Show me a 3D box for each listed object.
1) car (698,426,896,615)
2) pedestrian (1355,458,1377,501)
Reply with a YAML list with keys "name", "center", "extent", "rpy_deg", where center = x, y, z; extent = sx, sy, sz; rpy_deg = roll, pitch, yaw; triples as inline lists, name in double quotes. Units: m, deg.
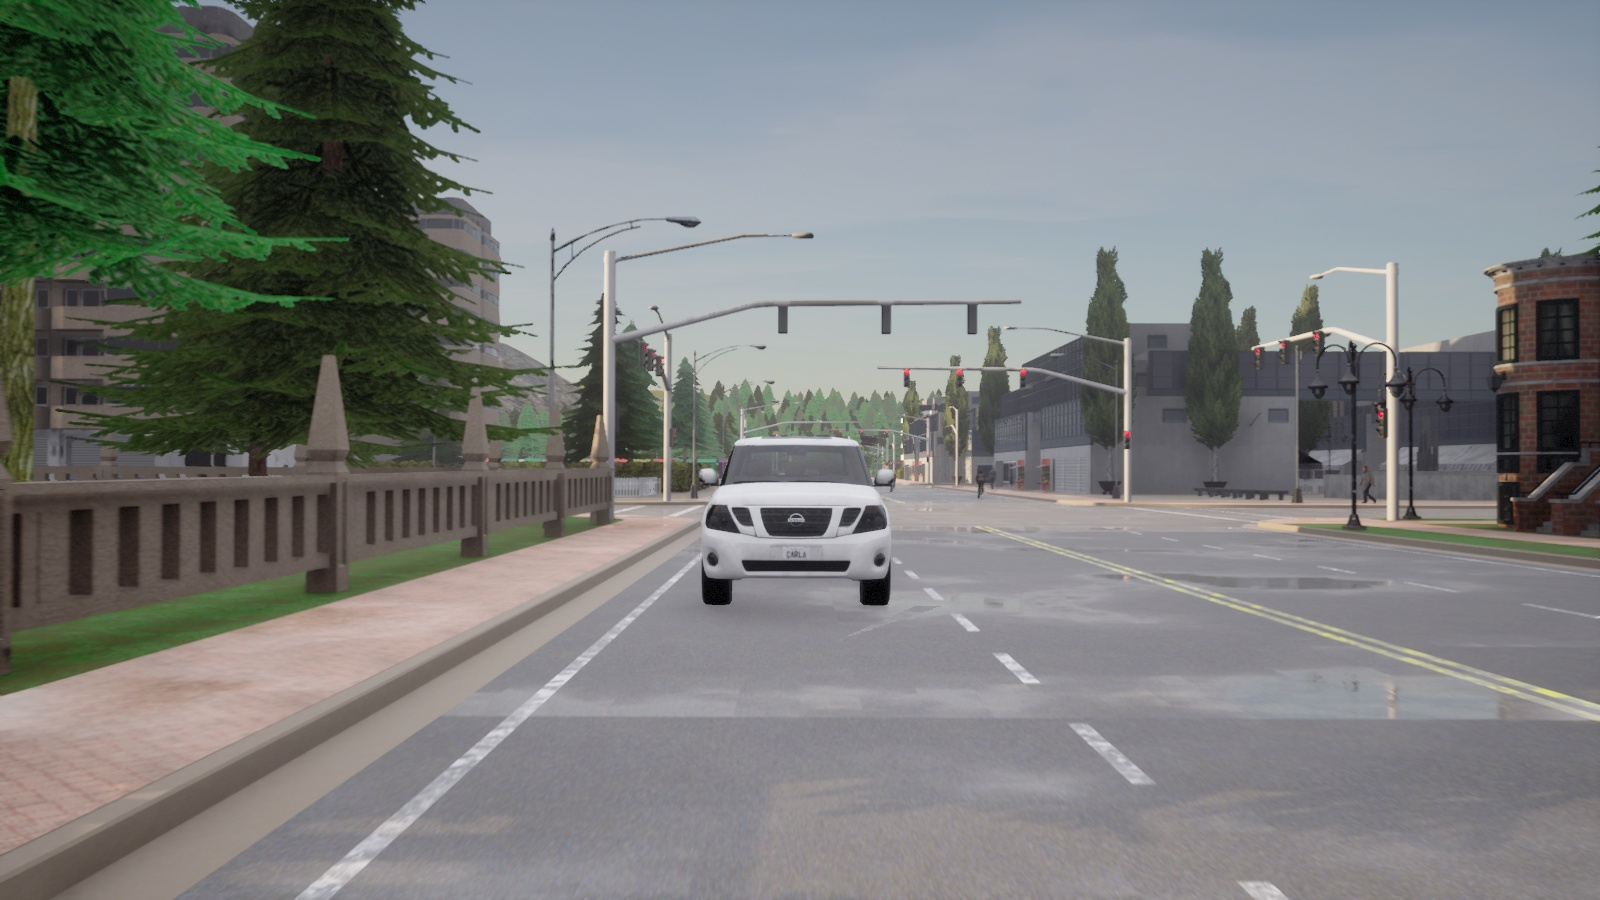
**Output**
- name: "car"
  center: [-0.041, 0.809, 16.412]
  extent: [2.150, 2.045, 5.566]
  rpy_deg: [0, -1, 0]
- name: "pedestrian"
  center: [25.930, 1.332, 57.493]
  extent: [0.788, 1.949, 0.423]
  rpy_deg: [0, -1, -7]
